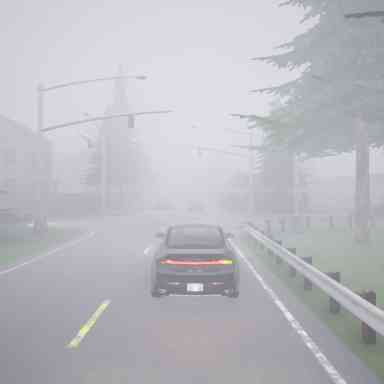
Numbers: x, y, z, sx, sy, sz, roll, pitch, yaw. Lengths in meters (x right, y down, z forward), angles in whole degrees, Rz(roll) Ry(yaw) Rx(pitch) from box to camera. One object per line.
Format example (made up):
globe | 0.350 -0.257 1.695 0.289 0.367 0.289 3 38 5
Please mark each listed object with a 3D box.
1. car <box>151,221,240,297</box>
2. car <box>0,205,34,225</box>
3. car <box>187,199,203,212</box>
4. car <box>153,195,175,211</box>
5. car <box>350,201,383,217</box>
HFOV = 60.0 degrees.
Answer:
car | 0.078 1.505 8.533 1.837 1.490 4.892 0 0 0
car | -13.351 1.548 23.260 4.181 1.385 1.994 0 0 0
car | 0.320 1.547 39.282 2.033 1.411 5.357 0 0 -3
car | -3.525 1.505 41.726 1.837 1.490 4.892 0 0 0
car | 15.326 1.490 26.742 4.892 1.490 1.837 0 0 0
